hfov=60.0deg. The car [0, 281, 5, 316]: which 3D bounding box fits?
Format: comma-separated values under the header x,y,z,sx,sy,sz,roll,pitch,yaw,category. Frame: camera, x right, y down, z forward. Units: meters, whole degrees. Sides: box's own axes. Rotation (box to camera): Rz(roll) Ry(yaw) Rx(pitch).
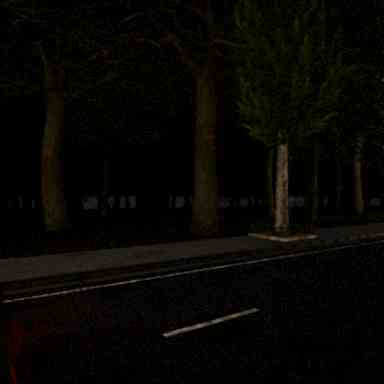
x,y,z,sx,sy,sz,roll,pitch,yaw,category
-5.093,1.492,4.041,4.892,1.490,1.837,0,0,-35,car
